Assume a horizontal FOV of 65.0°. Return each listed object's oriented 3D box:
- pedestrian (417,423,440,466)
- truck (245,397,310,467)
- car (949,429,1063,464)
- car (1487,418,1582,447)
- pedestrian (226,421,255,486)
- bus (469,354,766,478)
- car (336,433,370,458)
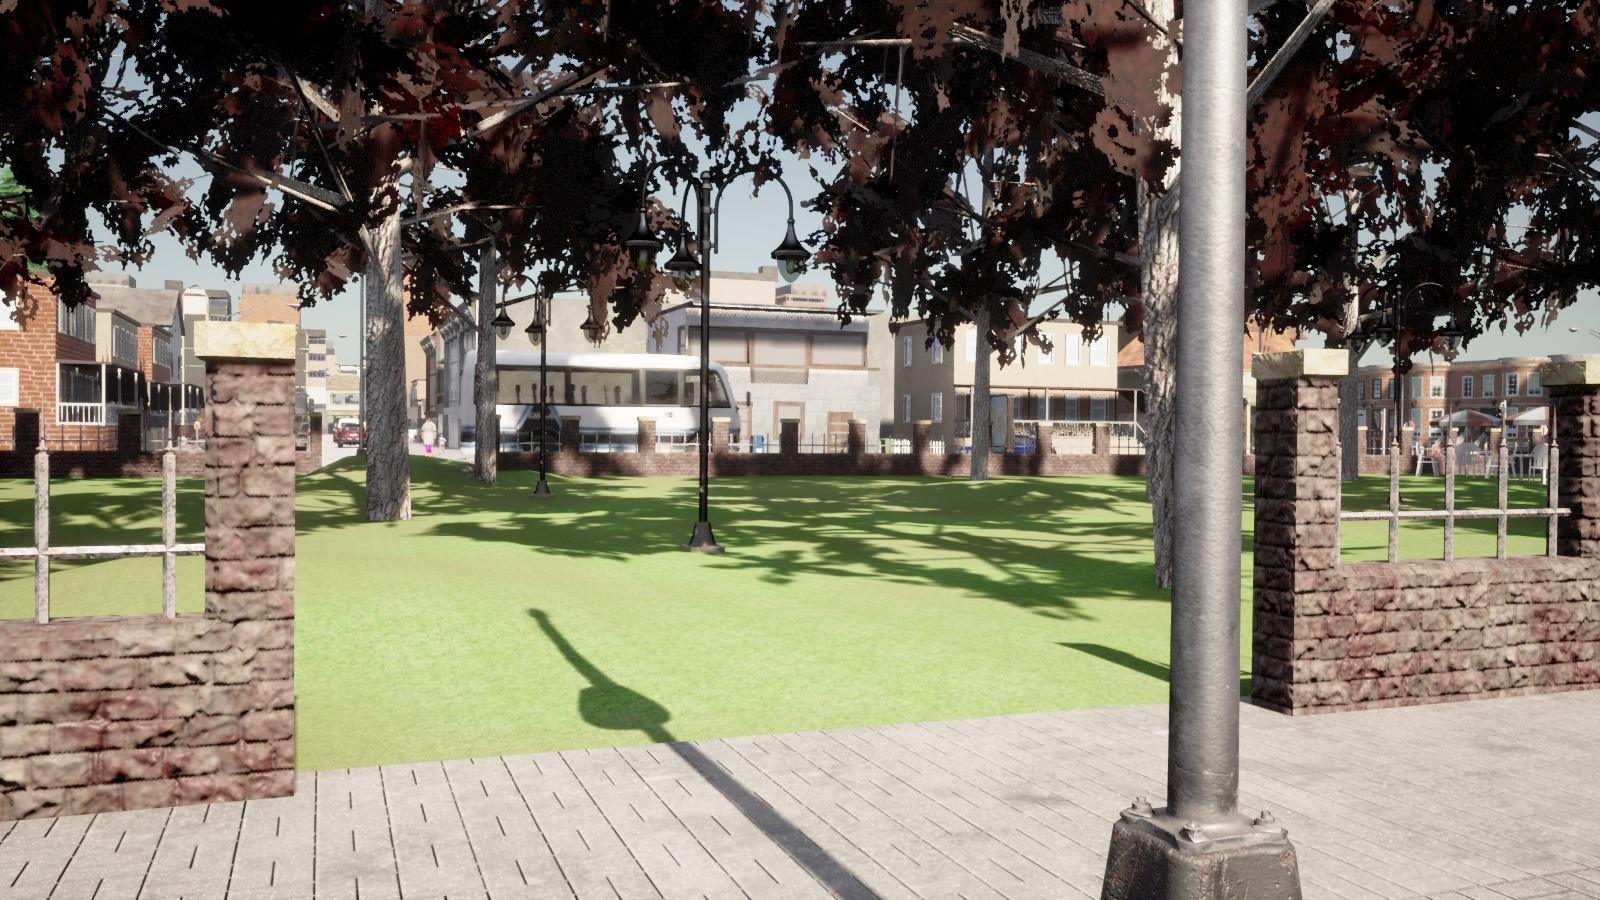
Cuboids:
[{"bbox_3d":[-17.085,-0.247,57.762,0.659,1.952,0.873,0,1,9],"label":"pedestrian"},{"bbox_3d":[-27.587,-0.969,66.612,2.891,3.462,7.936,-1,1,-21],"label":"truck"},{"bbox_3d":[9.145,-0.181,55.699,4.674,1.442,1.812,-1,1,-21],"label":"car"},{"bbox_3d":[43.793,-1.050,74.965,2.242,1.667,4.611,-1,1,-17],"label":"car"},{"bbox_3d":[-16.082,0.094,36.107,0.703,1.840,0.431,-1,1,-21],"label":"pedestrian"},{"bbox_3d":[-6.692,-1.254,45.961,10.273,4.253,3.944,-1,1,-12],"label":"bus"},{"bbox_3d":[-30.305,-0.329,85.098,2.033,1.649,4.856,-1,1,-21],"label":"car"}]
